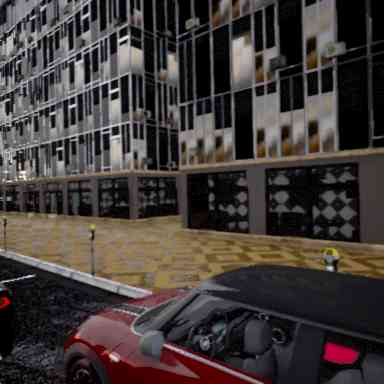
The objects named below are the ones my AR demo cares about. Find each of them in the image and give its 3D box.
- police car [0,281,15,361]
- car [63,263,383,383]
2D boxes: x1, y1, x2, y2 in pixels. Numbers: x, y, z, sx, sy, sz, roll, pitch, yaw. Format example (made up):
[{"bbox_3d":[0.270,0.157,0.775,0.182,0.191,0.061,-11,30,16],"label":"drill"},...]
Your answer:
[{"bbox_3d":[-4.490,1.466,5.021,5.238,1.638,1.930,-1,1,42],"label":"police car"},{"bbox_3d":[0.557,1.394,2.906,4.097,1.590,1.967,-1,0,42],"label":"car"}]
